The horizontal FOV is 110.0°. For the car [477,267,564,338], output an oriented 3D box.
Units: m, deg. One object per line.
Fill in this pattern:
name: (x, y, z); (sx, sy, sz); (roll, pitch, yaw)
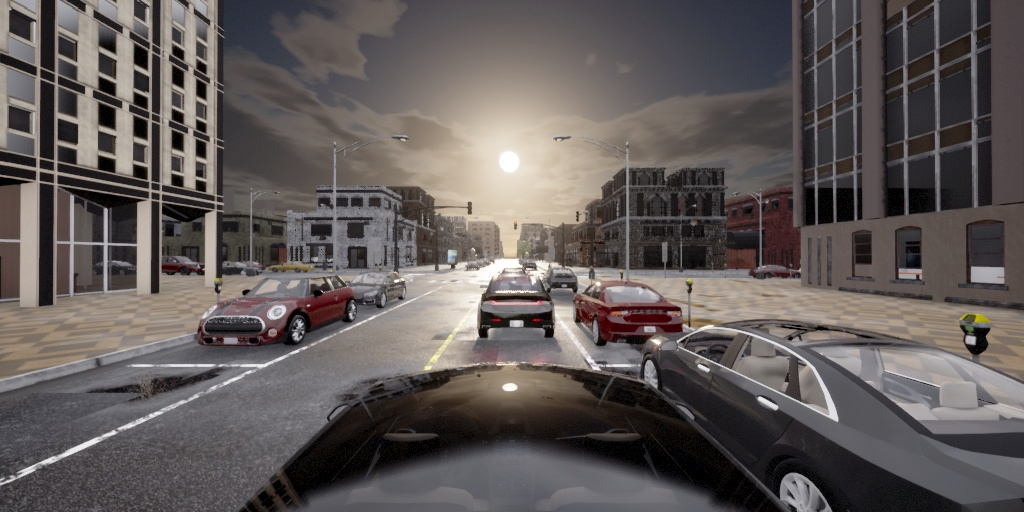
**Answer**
car: (0.100, 1.242, 10.135); (2.128, 1.511, 4.902); (0, 0, 0)

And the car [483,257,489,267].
car: (-5.702, 1.309, 64.056); (2.007, 1.370, 4.403); (0, 0, 0)

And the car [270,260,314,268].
car: (-25.461, 1.198, 41.391); (4.829, 1.417, 1.751); (0, 0, 1)

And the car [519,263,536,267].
car: (0.096, 1.316, 20.558); (1.994, 1.385, 4.181); (0, 0, 0)

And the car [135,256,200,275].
car: (-30.957, 0.917, 33.093); (5.009, 1.841, 2.192); (0, 0, 1)

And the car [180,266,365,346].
car: (-5.692, 1.190, 9.242); (1.967, 1.591, 4.097); (0, 0, 0)

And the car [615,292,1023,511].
car: (2.690, 1.301, 3.535); (2.007, 1.370, 4.403); (0, 0, 0)

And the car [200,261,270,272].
car: (-25.421, 1.177, 33.009); (4.403, 1.370, 2.007); (0, 0, 1)

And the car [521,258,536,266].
car: (2.681, 1.322, 53.001); (1.948, 1.339, 4.313); (0, 0, 0)

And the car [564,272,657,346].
car: (2.689, 1.296, 9.226); (1.888, 1.381, 4.507); (0, 0, 0)

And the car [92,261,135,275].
car: (-36.494, 1.131, 33.177); (4.403, 1.370, 2.007); (0, 0, 1)

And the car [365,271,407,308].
car: (-5.693, 1.302, 14.934); (2.007, 1.370, 4.403); (0, 0, 0)

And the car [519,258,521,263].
car: (2.679, 1.340, 64.043); (1.802, 1.307, 4.207); (0, 0, 0)

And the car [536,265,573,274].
car: (2.687, 1.302, 20.610); (2.007, 1.370, 4.403); (0, 0, 0)

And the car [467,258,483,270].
car: (-5.699, 1.338, 53.012); (1.802, 1.307, 4.207); (0, 0, 0)

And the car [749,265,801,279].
car: (23.637, 1.433, 32.227); (4.207, 1.307, 1.802); (0, 0, 1)
